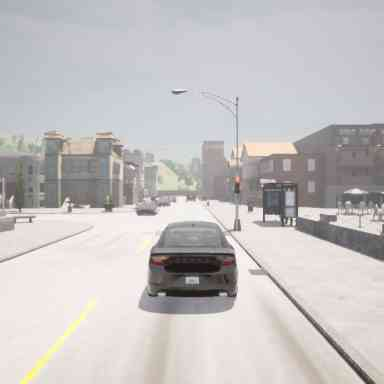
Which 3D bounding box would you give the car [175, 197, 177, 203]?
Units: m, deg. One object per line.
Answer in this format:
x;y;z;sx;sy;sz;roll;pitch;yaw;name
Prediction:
-4.192;1.492;69.142;2.128;1.511;4.902;0;0;0;car

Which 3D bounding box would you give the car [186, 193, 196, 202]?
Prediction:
-0.210;1.217;76.739;2.150;2.045;5.566;0;0;0;car

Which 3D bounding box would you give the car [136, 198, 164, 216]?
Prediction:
-4.187;1.548;32.402;2.033;1.411;5.357;0;0;0;car

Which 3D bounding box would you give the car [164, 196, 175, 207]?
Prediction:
-4.234;1.547;50.935;2.033;1.411;5.357;0;0;0;car

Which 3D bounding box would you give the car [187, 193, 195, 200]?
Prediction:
-0.239;1.187;87.100;2.097;1.767;4.553;0;0;0;car

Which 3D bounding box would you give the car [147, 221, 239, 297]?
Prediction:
0.027;1.478;8.613;1.882;1.535;5.008;0;0;0;car
